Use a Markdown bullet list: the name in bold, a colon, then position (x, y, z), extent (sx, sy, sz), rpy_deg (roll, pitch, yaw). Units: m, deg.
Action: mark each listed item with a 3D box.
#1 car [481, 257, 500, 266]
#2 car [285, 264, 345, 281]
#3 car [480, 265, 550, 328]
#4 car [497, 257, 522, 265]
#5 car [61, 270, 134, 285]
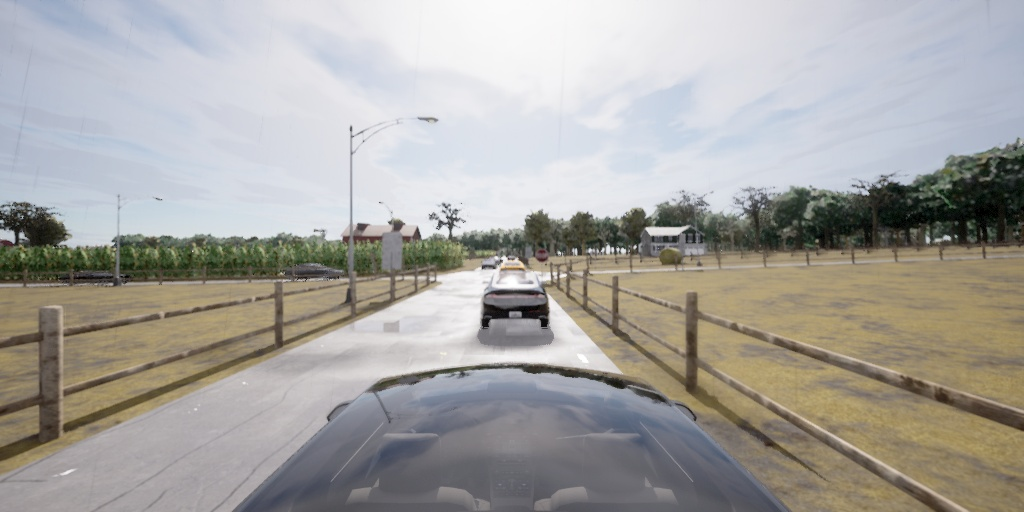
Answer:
- **car**: position (-2.988, 1.036, 47.720), extent (2.033, 1.411, 5.357), rpy_deg (0, 0, 1)
- **car**: position (-17.714, 1.461, 32.368), extent (4.892, 1.490, 1.837), rpy_deg (-1, -2, 0)
- **car**: position (0.076, 1.200, 11.172), extent (2.128, 1.511, 4.902), rpy_deg (0, 0, 0)
- **car**: position (0.032, 1.095, 27.569), extent (1.882, 1.535, 5.008), rpy_deg (0, 1, 0)
- **car**: position (-37.271, 1.956, 32.322), extent (4.718, 1.301, 1.895), rpy_deg (-1, -2, 0)
